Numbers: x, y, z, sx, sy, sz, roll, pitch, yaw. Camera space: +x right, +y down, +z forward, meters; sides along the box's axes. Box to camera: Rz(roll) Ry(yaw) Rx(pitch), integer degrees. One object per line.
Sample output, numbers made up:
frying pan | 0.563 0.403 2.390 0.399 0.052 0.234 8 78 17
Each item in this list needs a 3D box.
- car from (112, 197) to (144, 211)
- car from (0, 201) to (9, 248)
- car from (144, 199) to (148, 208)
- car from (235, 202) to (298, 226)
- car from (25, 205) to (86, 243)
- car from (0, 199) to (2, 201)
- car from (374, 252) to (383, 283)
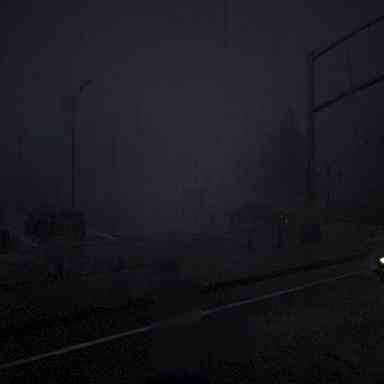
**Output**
car | -8.259 1.601 41.776 1.895 1.301 4.718 0 0 -36
car | -8.865 1.331 13.439 2.152 1.636 5.027 0 0 -36
car | -8.053 1.478 47.555 1.882 1.535 5.008 0 0 -36
car | 5.144 1.505 23.489 1.837 1.490 4.892 0 0 -36
car | -6.351 1.340 15.315 2.007 1.523 4.514 0 0 -36
car | -21.577 1.374 36.432 1.845 1.501 3.633 0 0 -36
car | 6.414 1.601 7.983 4.718 1.301 1.895 0 0 -34
